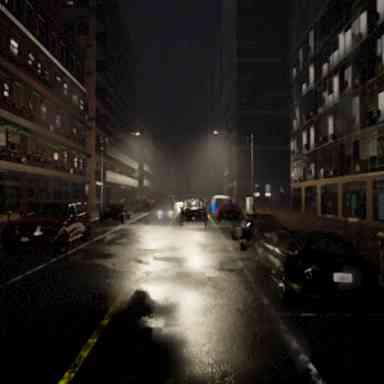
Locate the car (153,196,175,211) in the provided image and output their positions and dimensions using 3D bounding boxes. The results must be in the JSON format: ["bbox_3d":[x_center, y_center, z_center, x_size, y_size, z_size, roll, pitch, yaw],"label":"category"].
[{"bbox_3d":[-3.081,1.467,39.463,1.994,1.385,4.181,0,0,0],"label":"car"}]

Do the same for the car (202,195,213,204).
[{"bbox_3d":[2.688,1.378,59.419,1.752,1.417,4.829,1,0,0],"label":"car"}]

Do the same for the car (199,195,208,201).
[{"bbox_3d":[2.691,1.354,76.342,1.887,1.381,4.507,1,0,0],"label":"car"}]

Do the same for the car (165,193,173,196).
[{"bbox_3d":[-5.655,1.264,70.772,1.967,1.590,4.097,1,0,0],"label":"car"}]

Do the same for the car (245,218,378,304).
[{"bbox_3d":[2.674,1.548,7.968,1.947,1.339,4.313,1,0,0],"label":"car"}]

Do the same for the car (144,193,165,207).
[{"bbox_3d":[-5.658,1.197,47.980,2.192,1.841,5.009,1,0,0],"label":"car"}]

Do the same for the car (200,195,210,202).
[{"bbox_3d":[2.690,1.375,70.644,2.008,1.369,4.403,1,0,0],"label":"car"}]

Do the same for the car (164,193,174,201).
[{"bbox_3d":[-5.649,1.110,82.166,2.192,1.841,5.009,1,0,0],"label":"car"}]

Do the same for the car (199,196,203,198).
[{"bbox_3d":[0.105,1.497,42.043,1.895,1.301,4.718,0,0,0],"label":"car"}]

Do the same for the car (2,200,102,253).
[{"bbox_3d":[-5.666,1.283,13.793,2.192,1.841,5.009,1,0,0],"label":"car"}]

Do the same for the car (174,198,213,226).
[{"bbox_3d":[0.105,1.437,23.112,2.128,1.511,4.902,0,0,0],"label":"car"}]

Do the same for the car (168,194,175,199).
[{"bbox_3d":[-5.651,1.292,93.392,1.752,1.417,4.829,1,0,0],"label":"car"}]

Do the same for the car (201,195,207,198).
[{"bbox_3d":[2.687,1.322,47.853,1.967,1.590,4.097,1,0,0],"label":"car"}]

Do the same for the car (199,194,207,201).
[{"bbox_3d":[2.693,1.320,82.210,1.752,1.417,4.829,1,0,0],"label":"car"}]

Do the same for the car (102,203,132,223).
[{"bbox_3d":[-5.669,1.505,25.190,1.947,1.339,4.313,1,0,0],"label":"car"}]

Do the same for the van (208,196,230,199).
[{"bbox_3d":[2.684,1.266,30.759,1.690,1.788,3.998,1,0,0],"label":"van"}]

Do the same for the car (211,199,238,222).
[{"bbox_3d":[2.679,1.484,25.062,1.887,1.381,4.507,1,0,0],"label":"car"}]

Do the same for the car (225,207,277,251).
[{"bbox_3d":[2.676,1.534,13.667,1.947,1.339,4.313,1,0,0],"label":"car"}]

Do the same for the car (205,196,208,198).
[{"bbox_3d":[2.681,1.477,36.457,1.947,1.339,4.313,1,0,0],"label":"car"}]
